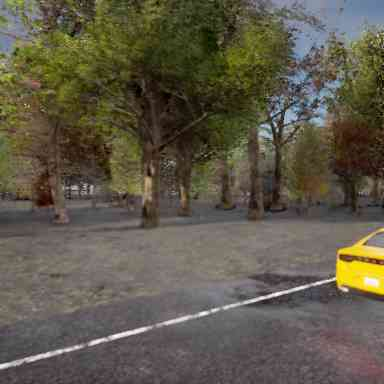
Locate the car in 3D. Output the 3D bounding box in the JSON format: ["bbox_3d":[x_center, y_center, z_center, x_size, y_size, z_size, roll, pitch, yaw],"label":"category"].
[{"bbox_3d":[5.309,1.504,7.535,5.008,1.535,1.882,0,0,-35],"label":"car"}]
